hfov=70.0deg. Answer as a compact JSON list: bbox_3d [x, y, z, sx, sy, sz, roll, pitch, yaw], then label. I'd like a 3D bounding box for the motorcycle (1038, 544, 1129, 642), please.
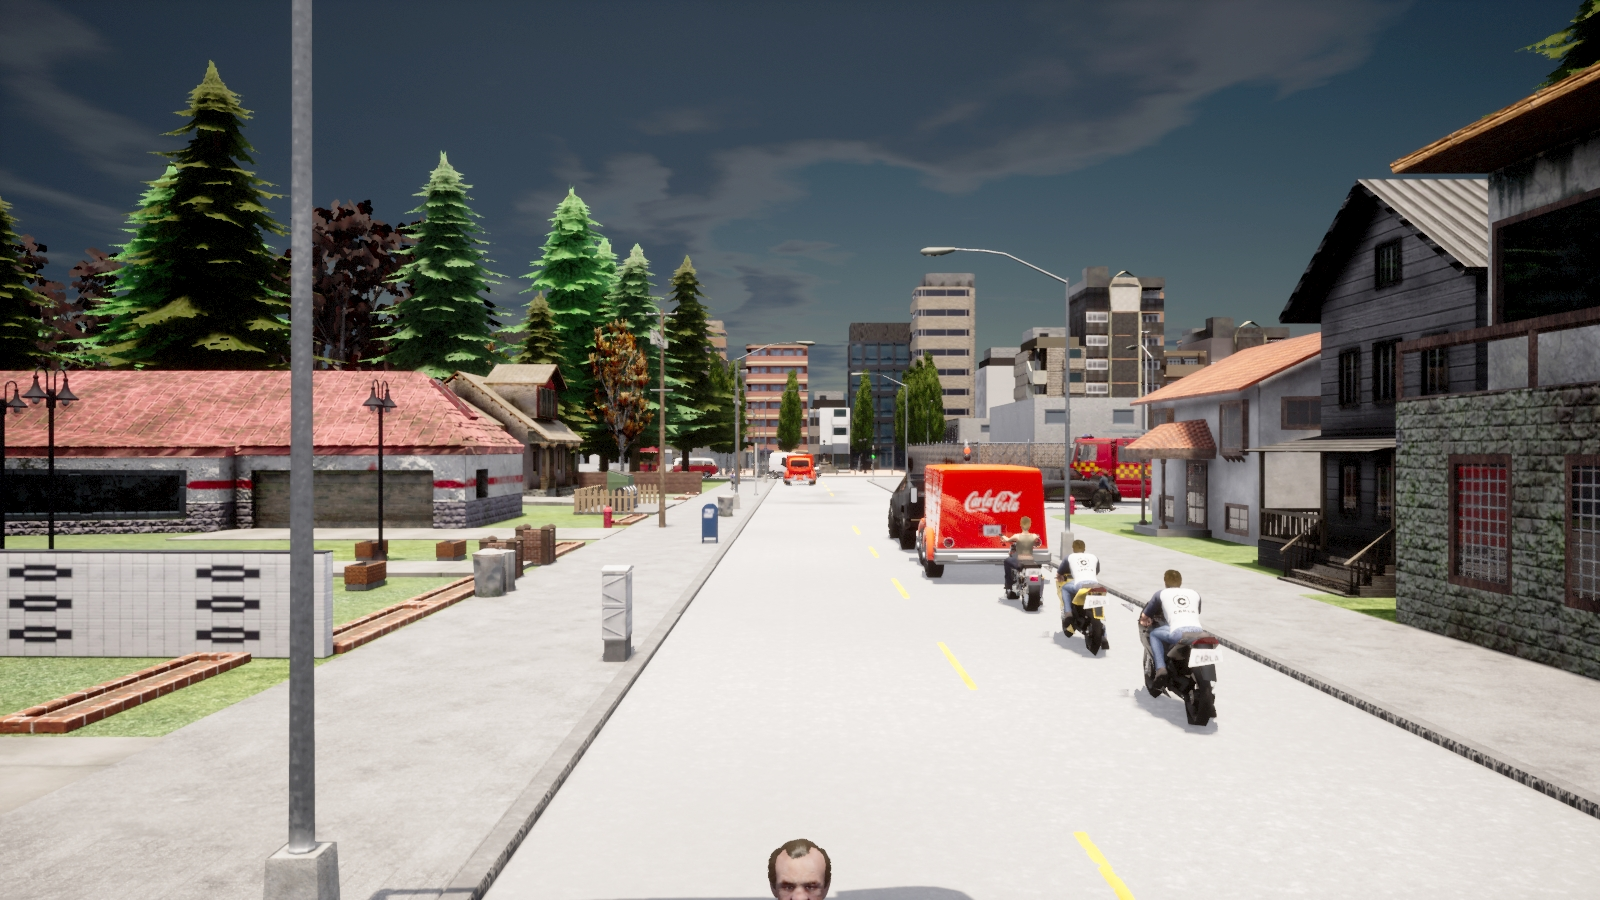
[{"bbox_3d":[3.995,1.993,16.270,0.803,1.145,2.033,0,0,0],"label":"motorcycle"}]

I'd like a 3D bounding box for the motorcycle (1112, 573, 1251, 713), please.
[{"bbox_3d":[3.999,1.993,12.153,0.803,1.145,2.033,0,0,0],"label":"motorcycle"}]

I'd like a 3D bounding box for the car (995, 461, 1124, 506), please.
[{"bbox_3d":[12.234,1.560,54.031,5.566,2.045,2.150,0,0,-3],"label":"car"}]

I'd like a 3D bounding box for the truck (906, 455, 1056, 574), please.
[{"bbox_3d":[3.998,1.348,26.317,2.627,2.467,5.204,0,0,0],"label":"truck"}]

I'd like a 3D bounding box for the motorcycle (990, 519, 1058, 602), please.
[{"bbox_3d":[3.997,1.950,20.606,0.764,1.277,2.356,0,0,0],"label":"motorcycle"}]

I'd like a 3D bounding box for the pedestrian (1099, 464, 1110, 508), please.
[{"bbox_3d":[13.023,1.525,48.903,0.375,1.860,0.375,0,0,3],"label":"pedestrian"}]

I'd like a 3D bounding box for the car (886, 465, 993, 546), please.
[{"bbox_3d":[3.989,1.534,33.871,2.390,2.098,6.274,0,0,0],"label":"car"}]

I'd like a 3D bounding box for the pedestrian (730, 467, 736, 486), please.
[{"bbox_3d":[-4.531,1.803,76.972,0.375,1.300,0.375,0,0,3],"label":"pedestrian"}]
